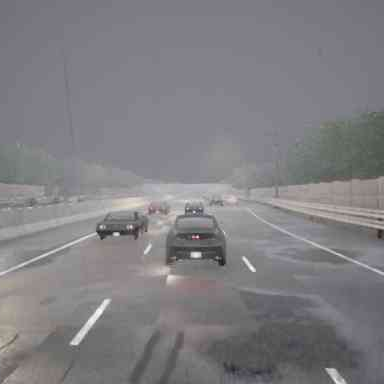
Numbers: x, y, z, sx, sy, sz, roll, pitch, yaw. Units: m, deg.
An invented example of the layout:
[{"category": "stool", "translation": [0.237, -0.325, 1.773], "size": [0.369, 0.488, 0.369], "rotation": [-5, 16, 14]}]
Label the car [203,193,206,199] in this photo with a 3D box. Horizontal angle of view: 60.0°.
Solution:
[{"category": "car", "translation": [4.356, 1.676, 90.870], "size": [1.994, 1.385, 4.181], "rotation": [0, 0, 1]}]

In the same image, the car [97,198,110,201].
[{"category": "car", "translation": [-13.784, 1.621, 51.782], "size": [1.895, 1.301, 4.718], "rotation": [0, 0, 1]}]

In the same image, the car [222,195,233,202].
[{"category": "car", "translation": [7.520, 1.389, 70.636], "size": [1.882, 1.535, 5.008], "rotation": [0, 0, 1]}]

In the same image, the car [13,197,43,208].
[{"category": "car", "translation": [-23.635, 1.519, 47.502], "size": [1.837, 1.490, 4.892], "rotation": [0, 0, -2]}]

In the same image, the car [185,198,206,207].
[{"category": "car", "translation": [0.226, 1.606, 34.092], "size": [1.895, 1.301, 4.718], "rotation": [0, 0, 0]}]

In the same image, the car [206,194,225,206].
[{"category": "car", "translation": [3.809, 1.369, 54.187], "size": [2.097, 1.767, 4.553], "rotation": [0, 0, 1]}]

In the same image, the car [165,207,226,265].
[{"category": "car", "translation": [0.118, 1.506, 11.692], "size": [1.837, 1.490, 4.892], "rotation": [0, 0, 0]}]

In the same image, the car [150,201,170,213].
[{"category": "car", "translation": [-3.275, 1.606, 34.054], "size": [1.895, 1.301, 4.718], "rotation": [0, 0, 0]}]

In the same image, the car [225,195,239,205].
[{"category": "car", "translation": [7.249, 1.562, 59.416], "size": [1.812, 1.442, 4.674], "rotation": [0, 0, 2]}]

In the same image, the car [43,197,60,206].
[{"category": "car", "translation": [-20.812, 1.514, 48.957], "size": [1.837, 1.490, 4.892], "rotation": [0, 2, 1]}]

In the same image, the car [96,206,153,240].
[{"category": "car", "translation": [-3.366, 1.602, 17.070], "size": [1.895, 1.301, 4.718], "rotation": [0, 0, 0]}]

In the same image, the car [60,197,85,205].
[{"category": "car", "translation": [-17.314, 1.542, 49.160], "size": [1.812, 1.442, 4.674], "rotation": [0, 0, 1]}]
